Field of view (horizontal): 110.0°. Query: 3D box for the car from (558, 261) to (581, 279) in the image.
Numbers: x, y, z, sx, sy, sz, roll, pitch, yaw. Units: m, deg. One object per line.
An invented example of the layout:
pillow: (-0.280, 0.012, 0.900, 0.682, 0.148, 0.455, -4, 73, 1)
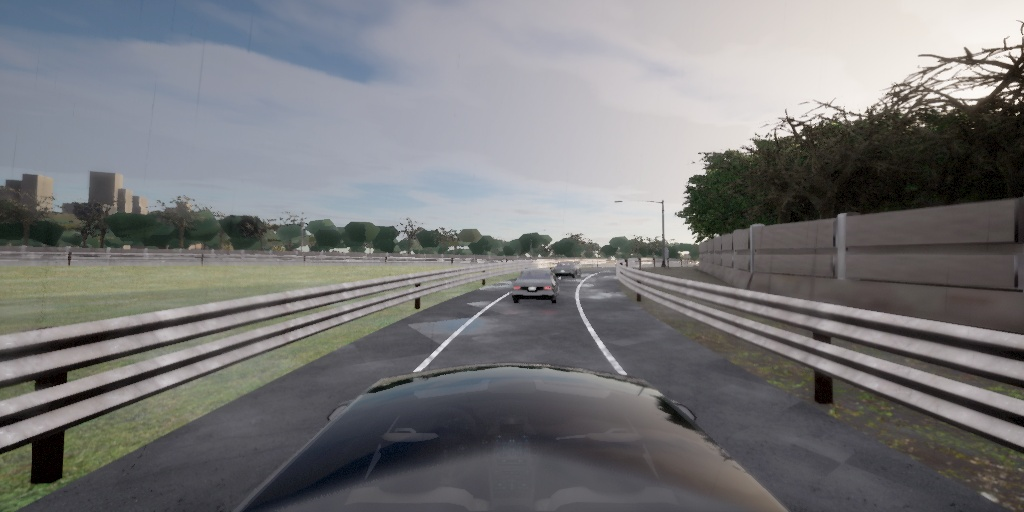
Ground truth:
car: (4.670, 1.146, 30.459, 1.994, 1.385, 4.181, -1, 0, 18)

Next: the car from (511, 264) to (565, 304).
car: (1.174, 1.274, 16.165, 2.033, 1.411, 5.357, 0, 0, 9)
